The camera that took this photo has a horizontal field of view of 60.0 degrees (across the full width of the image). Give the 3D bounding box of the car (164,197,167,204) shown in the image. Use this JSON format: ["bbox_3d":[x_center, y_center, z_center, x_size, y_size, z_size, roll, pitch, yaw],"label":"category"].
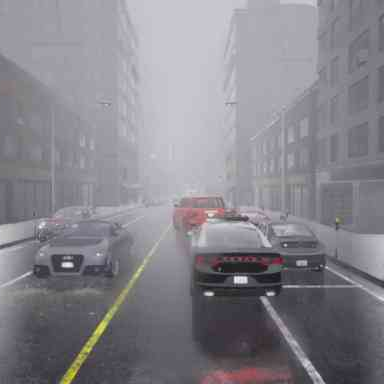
[{"bbox_3d":[-5.753,1.583,54.573,1.947,1.339,4.313,-1,0,0],"label":"car"}]

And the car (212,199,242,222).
[{"bbox_3d":[2.760,1.442,27.044,1.967,1.590,4.097,-1,0,0],"label":"car"}]

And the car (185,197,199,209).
[{"bbox_3d":[0.036,1.516,46.826,1.837,1.490,4.892,0,0,1],"label":"car"}]

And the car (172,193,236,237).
[{"bbox_3d":[0.341,1.211,18.422,2.150,2.045,5.566,-1,0,-12],"label":"car"}]

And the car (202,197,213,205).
[{"bbox_3d":[2.774,1.566,60.074,1.887,1.381,4.507,-1,0,0],"label":"car"}]

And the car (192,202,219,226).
[{"bbox_3d":[0.909,1.527,24.631,1.812,1.442,4.674,0,0,0],"label":"car"}]

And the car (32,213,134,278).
[{"bbox_3d":[-2.997,1.562,9.979,1.994,1.385,4.181,0,0,0],"label":"car"}]

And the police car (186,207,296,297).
[{"bbox_3d":[0.902,1.424,8.740,1.930,1.638,5.238,0,0,0],"label":"police car"}]

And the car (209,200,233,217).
[{"bbox_3d":[2.764,1.549,32.549,1.887,1.381,4.507,-1,0,0],"label":"car"}]

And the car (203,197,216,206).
[{"bbox_3d":[2.772,1.562,54.569,1.887,1.381,4.507,-1,0,0],"label":"car"}]

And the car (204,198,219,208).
[{"bbox_3d":[2.770,1.579,49.064,1.947,1.339,4.313,-1,0,0],"label":"car"}]

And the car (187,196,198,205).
[{"bbox_3d":[0.022,1.499,59.470,1.882,1.535,5.008,0,0,0],"label":"car"}]

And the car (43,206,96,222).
[{"bbox_3d":[-5.769,1.439,16.037,1.967,1.590,4.097,-1,0,0],"label":"car"}]

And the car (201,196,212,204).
[{"bbox_3d":[2.775,1.570,65.580,1.887,1.381,4.507,-1,0,0],"label":"car"}]

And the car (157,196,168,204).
[{"bbox_3d":[-5.750,1.570,65.583,1.887,1.381,4.507,-1,0,0],"label":"car"}]

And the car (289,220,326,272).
[{"bbox_3d":[2.756,1.549,10.528,2.008,1.369,4.403,-1,0,0],"label":"car"}]

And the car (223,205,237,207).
[{"bbox_3d":[2.758,1.544,16.033,1.887,1.381,4.507,-1,0,0],"label":"car"}]

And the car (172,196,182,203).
[{"bbox_3d":[-2.975,1.505,68.510,1.882,1.535,5.008,0,0,0],"label":"car"}]

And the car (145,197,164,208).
[{"bbox_3d":[-5.757,1.453,49.067,1.967,1.590,4.097,-1,0,0],"label":"car"}]
